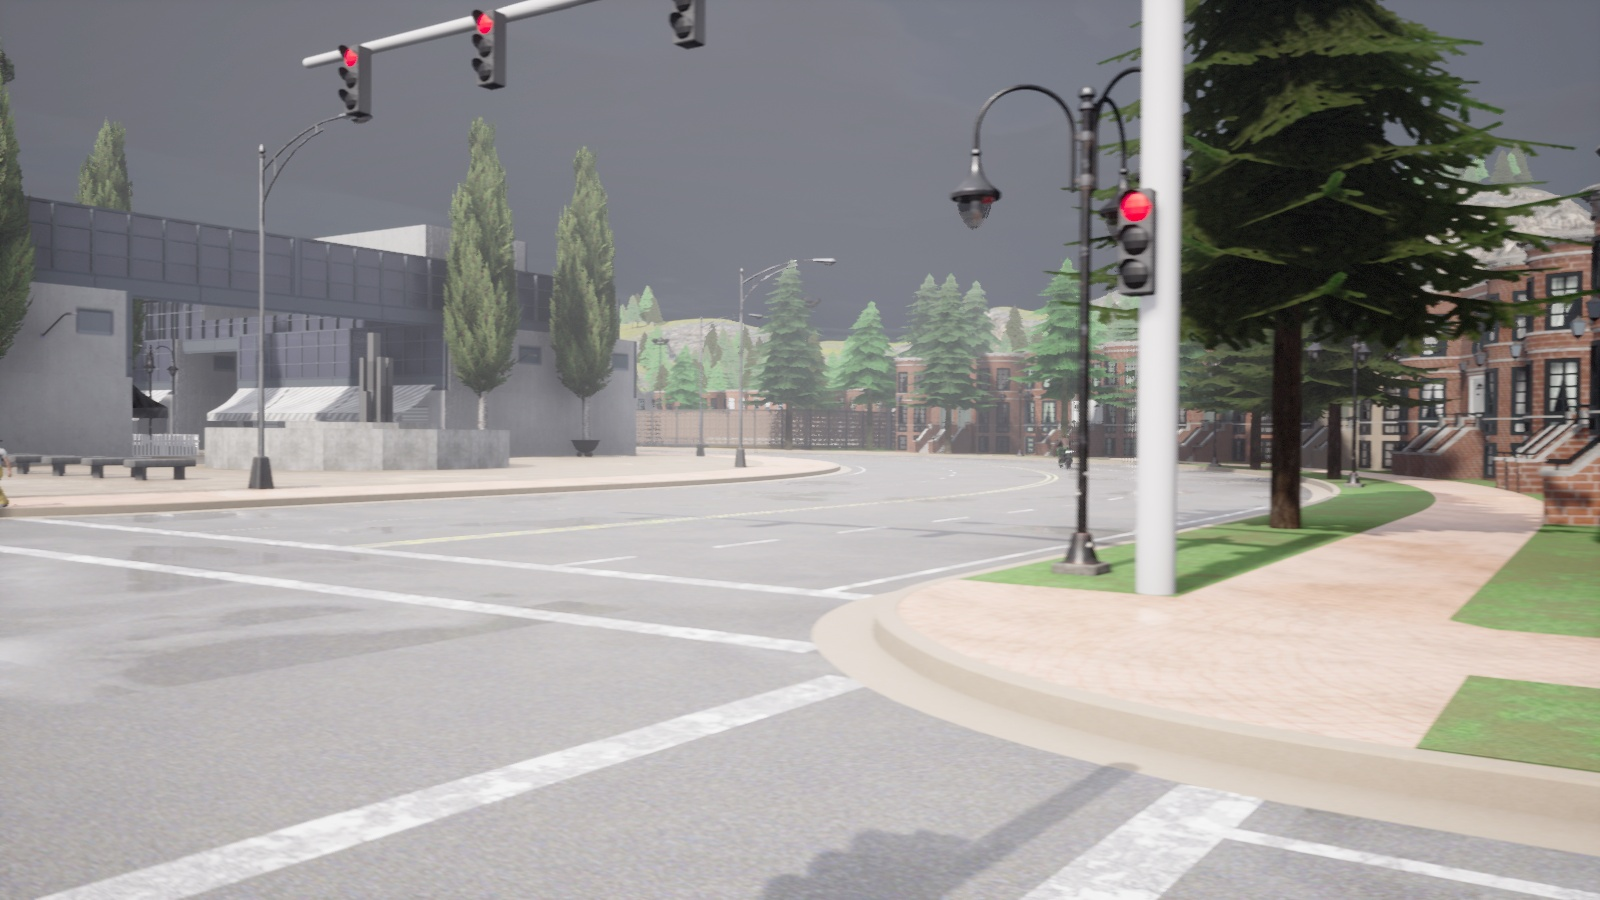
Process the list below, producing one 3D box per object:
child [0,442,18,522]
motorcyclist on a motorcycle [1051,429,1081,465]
[{"bbox_3d":[-12.879,0.507,20.213,0.270,1.263,0.437,0,1,5],"label":"child"},{"bbox_3d":[11.383,-0.143,53.717,0.797,1.523,2.044,-1,1,-1],"label":"motorcyclist on a motorcycle"}]
